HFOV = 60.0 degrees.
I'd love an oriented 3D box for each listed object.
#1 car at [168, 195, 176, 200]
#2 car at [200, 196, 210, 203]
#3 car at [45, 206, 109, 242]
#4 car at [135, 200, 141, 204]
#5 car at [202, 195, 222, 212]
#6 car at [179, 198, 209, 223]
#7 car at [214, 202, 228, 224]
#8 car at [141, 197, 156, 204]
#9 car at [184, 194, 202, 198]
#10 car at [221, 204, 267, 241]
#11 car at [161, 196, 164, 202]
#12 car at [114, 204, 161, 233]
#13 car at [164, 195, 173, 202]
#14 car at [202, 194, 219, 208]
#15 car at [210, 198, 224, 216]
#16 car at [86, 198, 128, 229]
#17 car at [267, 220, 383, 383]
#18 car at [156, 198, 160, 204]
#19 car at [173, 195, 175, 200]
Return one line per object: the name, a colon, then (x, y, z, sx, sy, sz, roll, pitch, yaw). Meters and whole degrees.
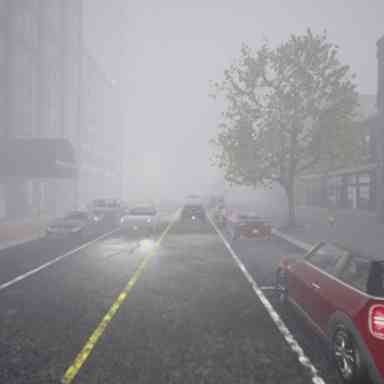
car: (-5.675, 1.505, 94.103, 1.802, 1.307, 4.206, 1, 0, 0)
car: (2.705, 1.524, 71.922, 1.947, 1.339, 4.313, 1, 0, 0)
car: (-5.679, 1.583, 16.460, 1.802, 1.307, 4.206, 1, 0, 0)
car: (-5.677, 1.523, 27.381, 1.752, 1.417, 4.829, 1, 0, 0)
car: (2.707, 1.307, 38.645, 2.192, 1.841, 5.009, 1, 0, 0)
car: (0.102, 1.505, 25.325, 1.837, 1.490, 4.892, 0, 0, 0)
car: (2.702, 1.582, 22.007, 1.802, 1.307, 4.206, 1, 0, 0)
car: (-5.677, 1.517, 38.473, 1.752, 1.417, 4.829, 1, 0, 0)
car: (0.102, 1.212, 43.362, 2.150, 2.045, 5.566, 0, 0, 0)
car: (2.702, 1.546, 16.462, 1.887, 1.381, 4.507, 1, 0, 0)
car: (-5.676, 1.509, 49.566, 1.752, 1.417, 4.829, 1, 0, 0)
car: (-3.002, 1.600, 19.856, 1.895, 1.301, 4.718, 0, 0, 0)
car: (-5.675, 1.524, 71.919, 1.947, 1.339, 4.313, 1, 0, 0)
car: (2.707, 1.299, 49.738, 2.192, 1.841, 5.009, 1, 0, 0)
car: (2.703, 1.523, 27.723, 1.752, 1.417, 4.829, 1, 0, 0)
car: (-5.674, 1.314, 22.006, 2.192, 1.841, 5.009, 1, 0, 0)
car: (2.703, 1.441, 5.368, 1.967, 1.590, 4.097, 1, 0, 0)
car: (-5.677, 1.554, 44.191, 1.947, 1.339, 4.313, 1, 0, 0)
car: (-5.675, 1.498, 88.557, 1.947, 1.339, 4.313, 1, 0, 0)
